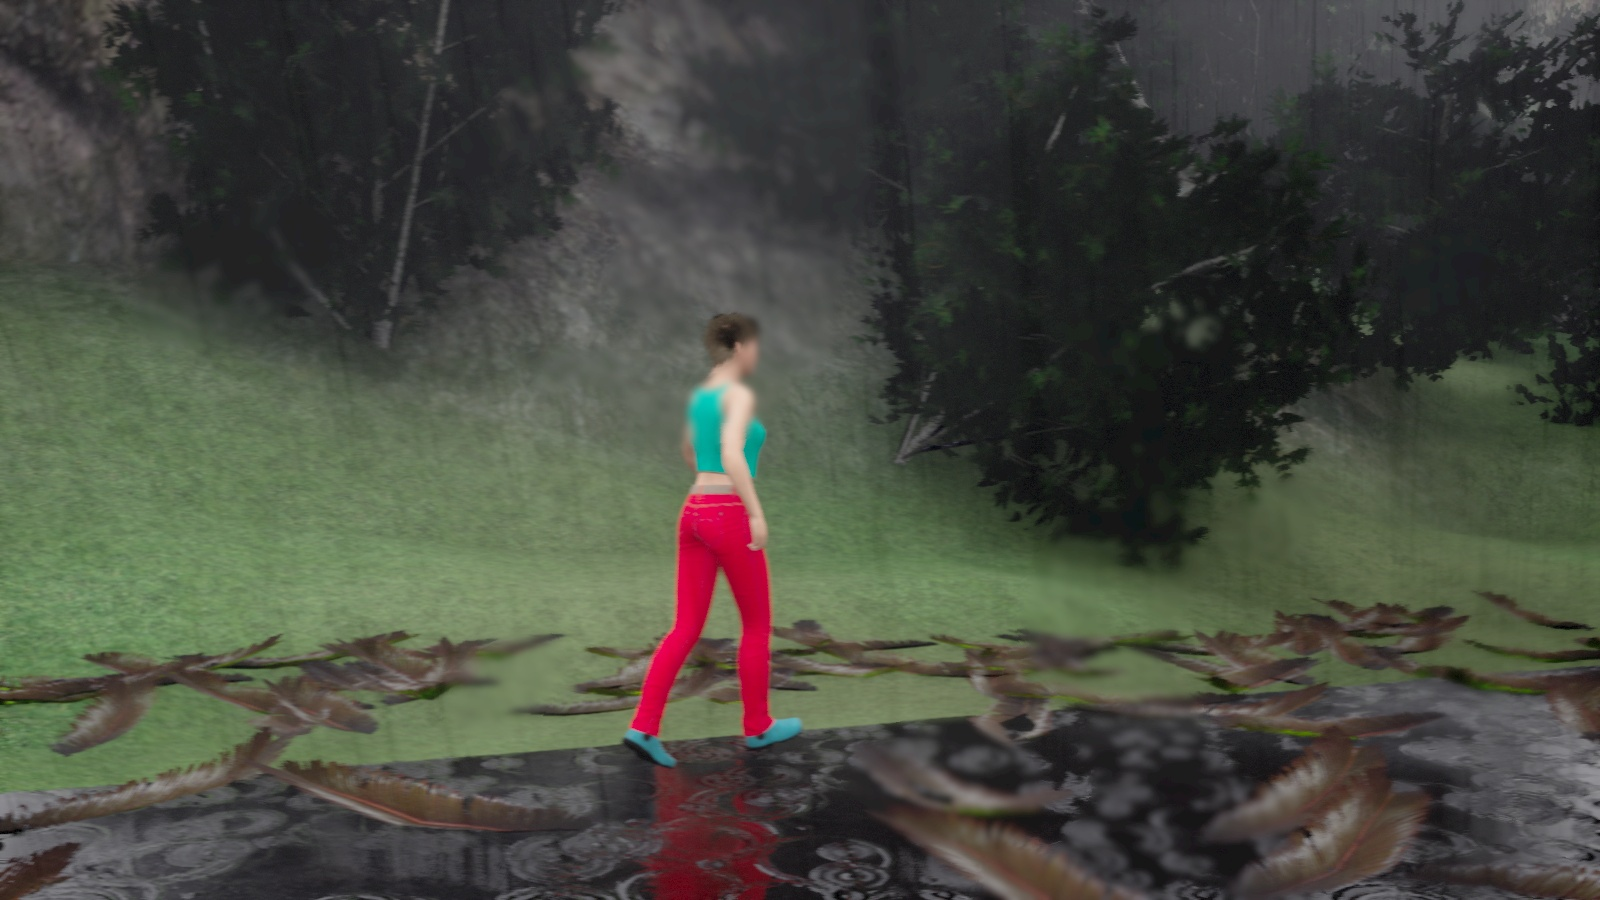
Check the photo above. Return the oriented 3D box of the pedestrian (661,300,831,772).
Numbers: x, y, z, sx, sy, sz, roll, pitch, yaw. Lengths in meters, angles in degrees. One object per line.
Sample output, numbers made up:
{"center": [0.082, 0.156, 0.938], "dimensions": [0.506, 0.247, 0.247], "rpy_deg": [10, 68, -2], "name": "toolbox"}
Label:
{"center": [-0.221, 0.331, 5.205], "dimensions": [0.594, 1.836, 0.345], "rpy_deg": [-1, 1, -37], "name": "pedestrian"}
